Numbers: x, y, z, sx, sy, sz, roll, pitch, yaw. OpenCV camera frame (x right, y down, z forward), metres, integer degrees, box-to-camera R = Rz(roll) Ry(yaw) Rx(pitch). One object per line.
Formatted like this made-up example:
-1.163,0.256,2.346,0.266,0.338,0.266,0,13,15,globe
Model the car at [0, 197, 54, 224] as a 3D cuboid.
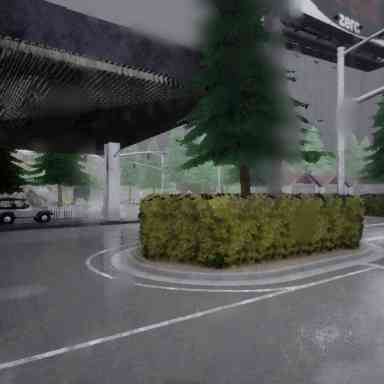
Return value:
-11.986,1.313,23.463,3.866,1.878,1.905,0,0,-36,car
